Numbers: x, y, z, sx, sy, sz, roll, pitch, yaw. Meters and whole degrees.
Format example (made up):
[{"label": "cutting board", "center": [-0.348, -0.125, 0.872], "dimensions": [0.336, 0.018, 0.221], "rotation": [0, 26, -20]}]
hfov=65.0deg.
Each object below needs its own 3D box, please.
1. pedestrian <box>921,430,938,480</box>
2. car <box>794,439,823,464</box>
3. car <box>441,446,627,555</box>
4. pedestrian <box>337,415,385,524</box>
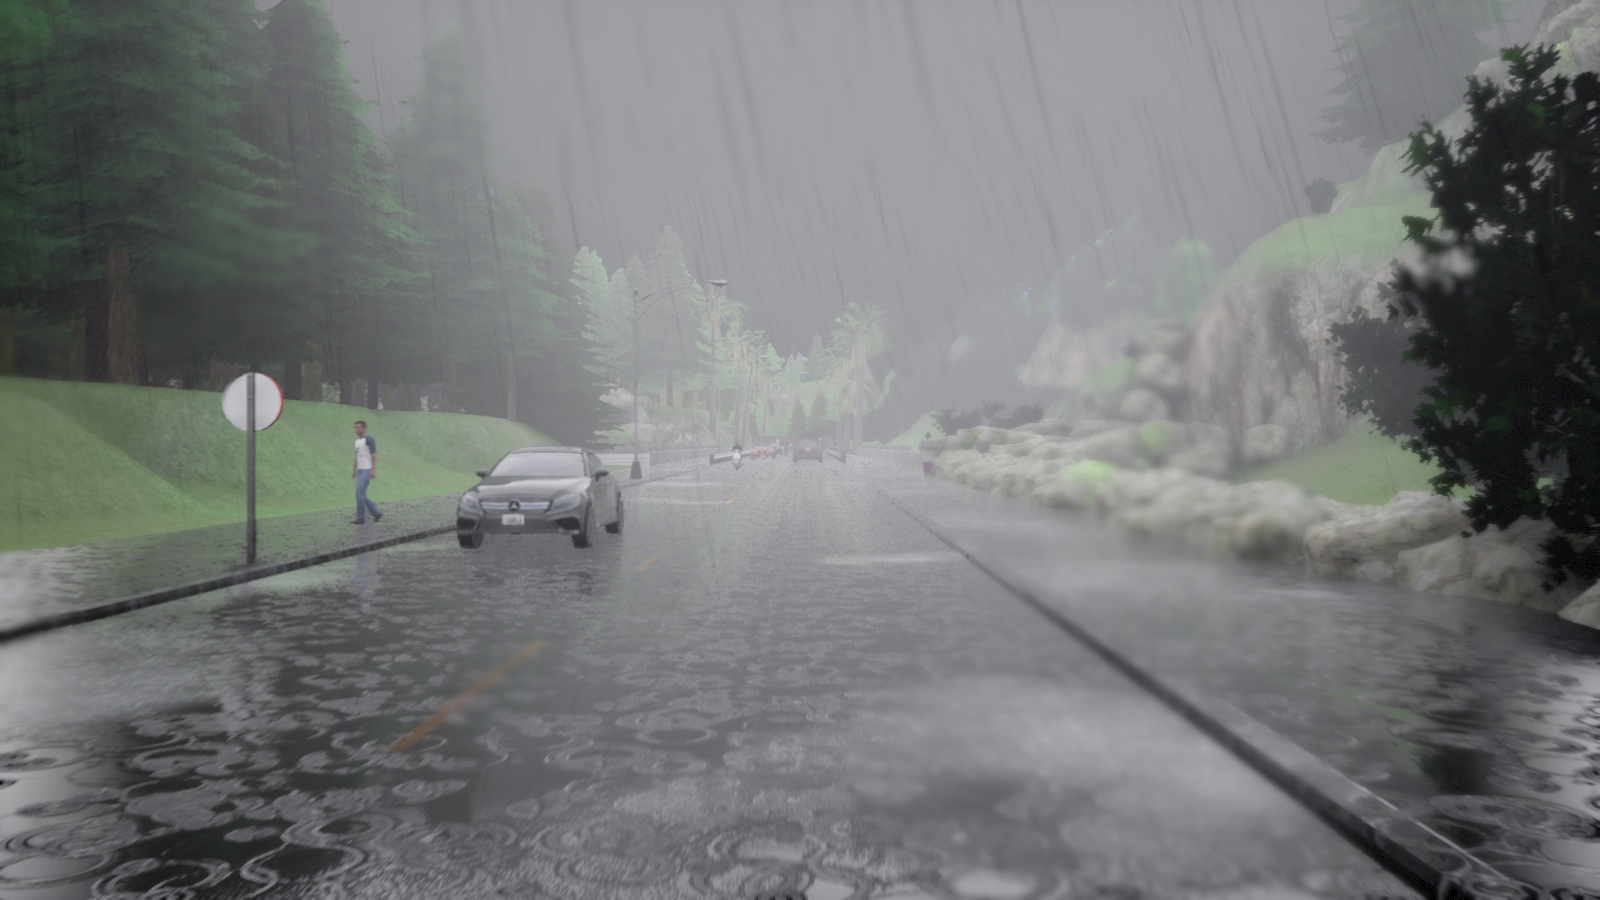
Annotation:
[{"label": "pedestrian", "center": [5.111, 0.182, 49.539], "dimensions": [0.659, 1.952, 0.873], "rotation": [0, 0, 5]}, {"label": "car", "center": [0.632, 0.089, 91.740], "dimensions": [2.097, 1.767, 4.553], "rotation": [0, 0, 0]}, {"label": "car", "center": [-3.858, 0.662, 19.037], "dimensions": [1.812, 1.442, 4.674], "rotation": [0, 0, 0]}, {"label": "pedestrian", "center": [-7.560, 0.328, 21.636], "dimensions": [0.354, 1.836, 0.706], "rotation": [0, 0, 44]}]
